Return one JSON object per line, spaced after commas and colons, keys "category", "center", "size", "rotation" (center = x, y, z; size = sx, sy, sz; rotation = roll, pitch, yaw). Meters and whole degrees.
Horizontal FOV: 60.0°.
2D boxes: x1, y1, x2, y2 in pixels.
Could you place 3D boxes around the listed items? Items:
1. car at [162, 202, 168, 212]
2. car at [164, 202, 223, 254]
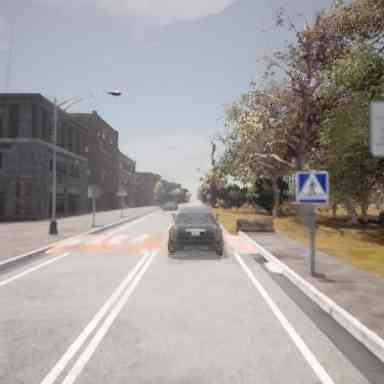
{"category": "car", "center": [-3.039, 2.077, 47.254], "size": [1.994, 1.385, 4.181], "rotation": [0, -1, 1]}
{"category": "car", "center": [0.146, 1.334, 14.204], "size": [2.097, 1.767, 4.553], "rotation": [0, 5, 0]}
